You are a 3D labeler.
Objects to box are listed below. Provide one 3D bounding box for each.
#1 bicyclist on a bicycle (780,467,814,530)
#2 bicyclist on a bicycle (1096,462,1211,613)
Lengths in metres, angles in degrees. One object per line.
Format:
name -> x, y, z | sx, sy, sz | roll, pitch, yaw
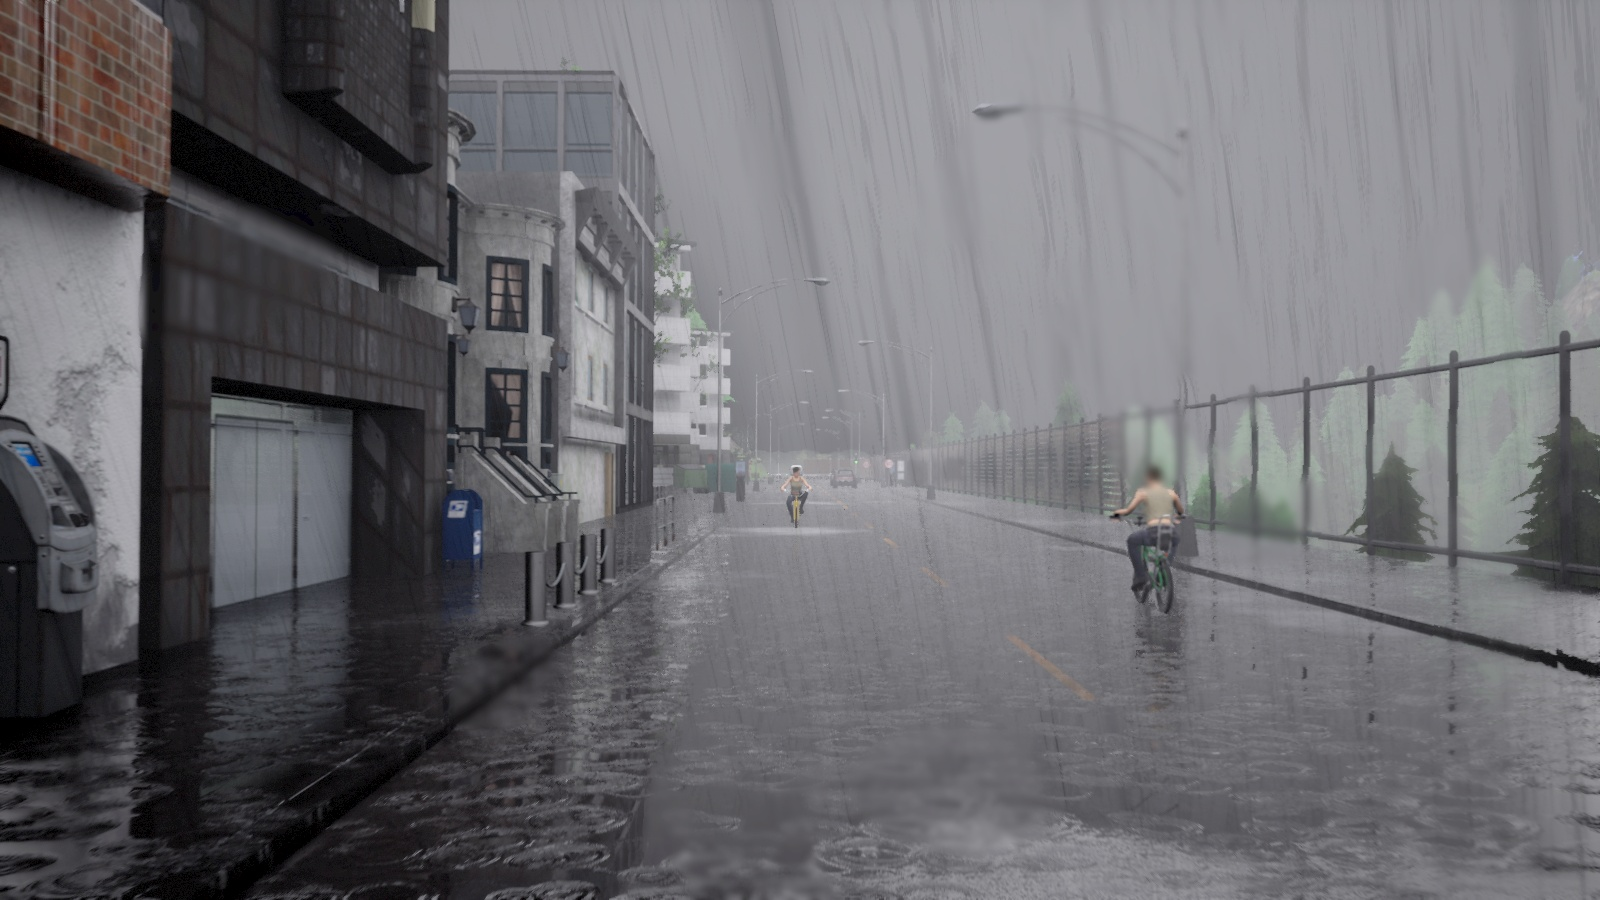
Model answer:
bicyclist on a bicycle -> -0.085, 1.246, 32.909 | 0.866, 1.612, 1.509 | 0, -1, 0
bicyclist on a bicycle -> 3.957, 0.947, 14.190 | 0.866, 1.612, 1.509 | 0, -1, 0
